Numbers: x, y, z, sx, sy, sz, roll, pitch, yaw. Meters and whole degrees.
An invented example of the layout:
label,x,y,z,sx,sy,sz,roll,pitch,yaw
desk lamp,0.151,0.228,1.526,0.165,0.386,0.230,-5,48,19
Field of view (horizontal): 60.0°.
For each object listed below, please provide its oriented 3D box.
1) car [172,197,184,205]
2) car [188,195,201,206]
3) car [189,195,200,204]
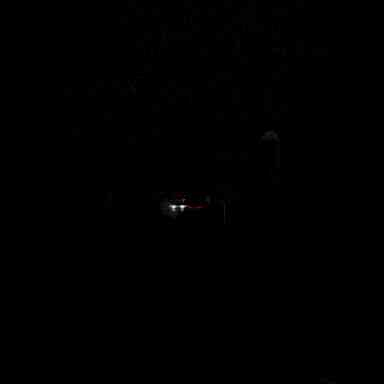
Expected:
label,x,y,z,sx,sy,sz,roll,pitch,yaw
car,-2.283,1.554,57.793,1.812,1.442,4.674,0,0,0
car,0.433,1.549,53.573,1.812,1.442,4.674,0,0,0
car,0.511,1.389,63.562,2.097,1.767,4.553,0,0,0
